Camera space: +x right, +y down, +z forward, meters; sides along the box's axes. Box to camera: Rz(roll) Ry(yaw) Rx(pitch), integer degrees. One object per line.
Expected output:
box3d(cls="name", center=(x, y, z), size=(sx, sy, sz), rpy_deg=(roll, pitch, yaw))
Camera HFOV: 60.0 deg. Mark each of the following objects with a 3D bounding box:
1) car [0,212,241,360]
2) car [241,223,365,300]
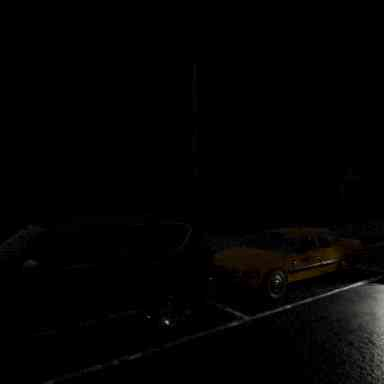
box3d(cls="car", center=(-1.874, 1.306, 5.198), size=(5.009, 1.841, 2.192), rpy_deg=(0, 0, -36))
box3d(cls="car", center=(2.425, 1.482, 8.267), size=(4.829, 1.417, 1.752), rpy_deg=(0, 0, -36))
